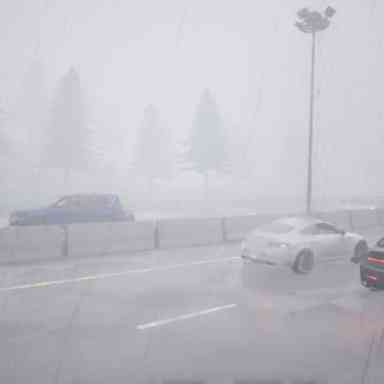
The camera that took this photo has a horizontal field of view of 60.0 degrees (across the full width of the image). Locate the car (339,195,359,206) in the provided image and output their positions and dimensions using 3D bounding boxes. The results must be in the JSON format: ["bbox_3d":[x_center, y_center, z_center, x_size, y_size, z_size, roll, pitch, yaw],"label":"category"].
[{"bbox_3d":[24.305,1.187,50.322,5.008,1.535,1.882,-1,1,-34],"label":"car"}]

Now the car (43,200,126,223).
[{"bbox_3d":[-7.724,1.355,24.165,5.357,1.411,2.033,1,0,-34],"label":"car"}]

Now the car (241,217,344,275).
[{"bbox_3d":[3.600,1.532,10.451,4.674,1.442,1.812,0,0,-35],"label":"car"}]

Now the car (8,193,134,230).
[{"bbox_3d":[-6.087,1.079,16.796,5.566,2.045,2.150,1,0,-34],"label":"car"}]

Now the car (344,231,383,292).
[{"bbox_3d":[5.841,1.552,7.750,4.892,1.490,1.837,0,1,-35],"label":"car"}]

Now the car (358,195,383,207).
[{"bbox_3d":[26.291,1.251,47.445,4.892,1.490,1.837,-1,1,-34],"label":"car"}]

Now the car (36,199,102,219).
[{"bbox_3d":[-9.881,1.295,26.914,4.674,1.442,1.812,1,0,-35],"label":"car"}]
